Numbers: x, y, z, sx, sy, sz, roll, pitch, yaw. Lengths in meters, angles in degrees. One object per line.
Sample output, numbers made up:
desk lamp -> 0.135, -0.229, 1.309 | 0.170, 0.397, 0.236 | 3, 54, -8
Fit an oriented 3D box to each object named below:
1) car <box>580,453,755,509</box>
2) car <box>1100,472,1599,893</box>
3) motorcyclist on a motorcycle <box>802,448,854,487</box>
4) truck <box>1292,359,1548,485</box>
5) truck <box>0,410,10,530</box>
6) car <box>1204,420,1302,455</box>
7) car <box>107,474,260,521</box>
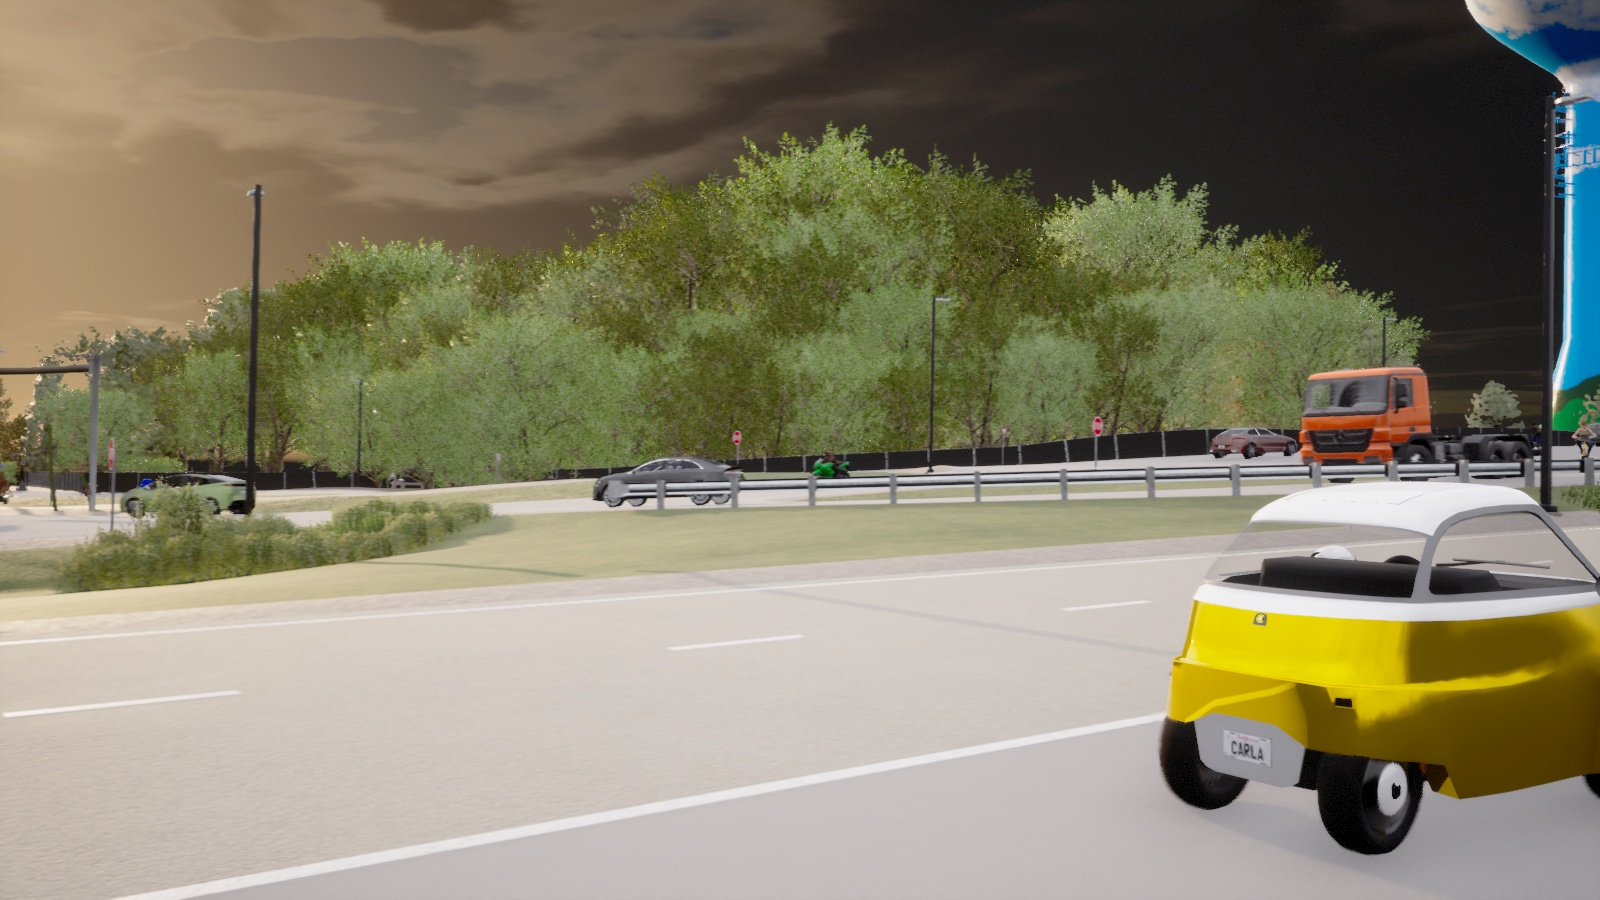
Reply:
car -> -4.075, 0.962, 38.719 | 4.902, 1.511, 2.128 | -2, -2, 18
car -> 2.641, 0.808, 5.497 | 2.207, 1.376, 1.481 | 0, 0, -35
motorcyclist on a motorcycle -> 1.196, 0.743, 53.519 | 2.044, 1.523, 0.797 | -3, 2, -34
truck -> 18.691, -0.870, 37.718 | 7.936, 3.462, 2.891 | -2, 0, -30
truck -> -27.226, 0.621, 35.748 | 7.936, 3.462, 2.891 | -1, 0, -31
car -> 23.653, -0.657, 65.503 | 5.027, 1.651, 2.152 | -3, 1, -33
car -> -21.603, 1.663, 44.102 | 4.514, 1.525, 2.007 | -1, -2, 10
